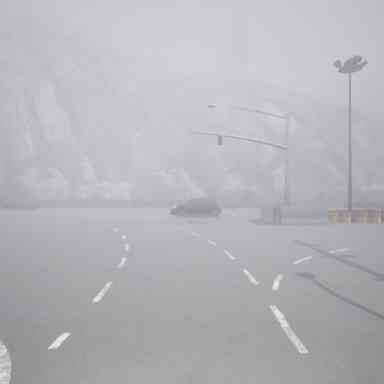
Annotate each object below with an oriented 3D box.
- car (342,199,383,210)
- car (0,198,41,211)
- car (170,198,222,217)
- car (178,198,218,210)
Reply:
[{"bbox_3d":[21.325,1.517,41.377,4.718,1.301,1.895,0,0,-3],"label":"car"},{"bbox_3d":[-20.411,1.399,39.201,4.902,1.511,2.128,0,0,-3],"label":"car"},{"bbox_3d":[0.317,1.288,29.764,4.553,1.767,2.097,0,0,-3],"label":"car"},{"bbox_3d":[0.685,1.438,40.285,4.674,1.442,1.812,0,0,-3],"label":"car"}]
